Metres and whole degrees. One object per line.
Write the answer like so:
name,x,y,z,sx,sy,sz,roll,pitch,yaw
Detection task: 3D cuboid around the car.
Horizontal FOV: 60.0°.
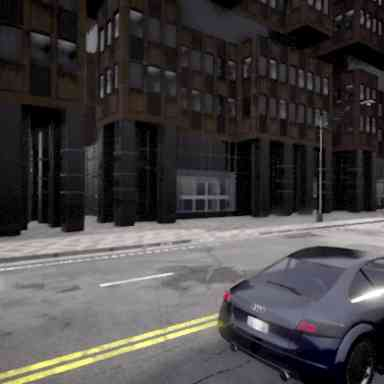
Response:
car,2.425,1.563,5.170,4.181,1.385,1.994,0,0,-35
